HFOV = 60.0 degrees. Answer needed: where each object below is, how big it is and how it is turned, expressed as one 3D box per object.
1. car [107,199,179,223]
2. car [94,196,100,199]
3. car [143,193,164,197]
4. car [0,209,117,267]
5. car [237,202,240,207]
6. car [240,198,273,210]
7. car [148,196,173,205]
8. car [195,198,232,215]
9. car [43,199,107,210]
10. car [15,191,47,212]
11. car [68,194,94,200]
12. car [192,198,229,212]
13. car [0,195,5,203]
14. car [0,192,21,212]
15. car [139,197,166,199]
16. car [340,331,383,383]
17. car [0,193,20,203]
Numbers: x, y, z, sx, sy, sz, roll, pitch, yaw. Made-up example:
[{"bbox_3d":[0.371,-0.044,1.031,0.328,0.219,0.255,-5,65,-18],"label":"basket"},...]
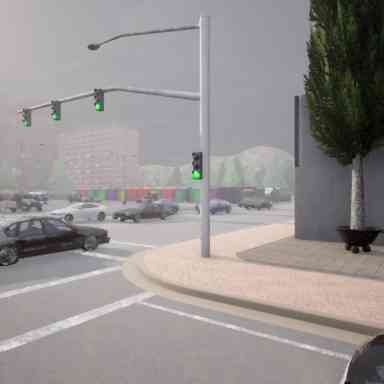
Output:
[{"bbox_3d":[-3.707,1.547,26.283,2.033,1.411,5.357,0,0,36],"label":"car"},{"bbox_3d":[-19.519,1.364,64.940,3.905,1.438,1.784,0,0,35],"label":"car"},{"bbox_3d":[-6.918,1.156,52.523,3.866,1.878,1.905,0,0,35],"label":"car"},{"bbox_3d":[-5.437,1.548,11.524,2.033,1.411,5.357,0,0,35],"label":"car"},{"bbox_3d":[8.652,1.547,48.696,2.033,1.411,5.357,0,0,37],"label":"car"},{"bbox_3d":[8.730,1.547,42.988,2.033,1.411,5.357,0,0,37],"label":"car"},{"bbox_3d":[-5.239,1.395,54.882,3.806,1.475,1.970,0,0,35],"label":"car"},{"bbox_3d":[2.436,1.526,34.547,1.812,1.442,4.674,0,0,37],"label":"car"},{"bbox_3d":[-8.546,1.526,25.547,1.812,1.442,4.674,0,0,38],"label":"car"},{"bbox_3d":[-18.205,1.156,36.471,3.866,1.878,1.905,0,0,35],"label":"car"},{"bbox_3d":[-21.242,1.153,62.611,4.605,1.855,1.932,0,0,35],"label":"car"},{"bbox_3d":[2.316,1.491,40.252,2.128,1.511,4.902,0,0,37],"label":"car"},{"bbox_3d":[-38.254,1.364,64.542,3.905,1.438,1.784,0,0,35],"label":"car"},{"bbox_3d":[-19.919,1.153,34.138,4.605,1.855,1.932,0,0,35],"label":"car"},{"bbox_3d":[-3.160,1.526,32.890,1.812,1.442,4.674,0,0,37],"label":"car"},{"bbox_3d":[3.358,1.492,1.570,4.902,1.511,2.128,0,0,36],"label":"car"},{"bbox_3d":[-36.747,1.153,66.763,4.605,1.855,1.932,0,0,35],"label":"car"}]
